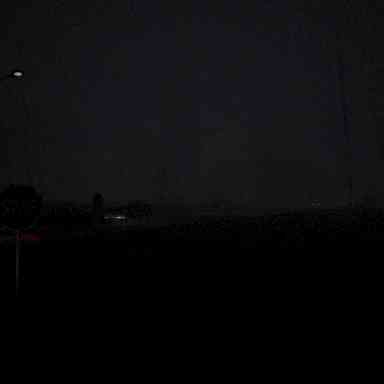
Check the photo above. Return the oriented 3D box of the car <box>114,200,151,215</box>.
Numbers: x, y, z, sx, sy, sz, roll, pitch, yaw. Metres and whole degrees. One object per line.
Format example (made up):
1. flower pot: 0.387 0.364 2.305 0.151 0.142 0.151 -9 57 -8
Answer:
1. car: -6.418 1.617 34.884 1.882 1.535 5.008 1 1 36

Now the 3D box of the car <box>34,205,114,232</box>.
1. car: -7.770 1.579 21.067 2.128 1.511 4.902 1 0 36
